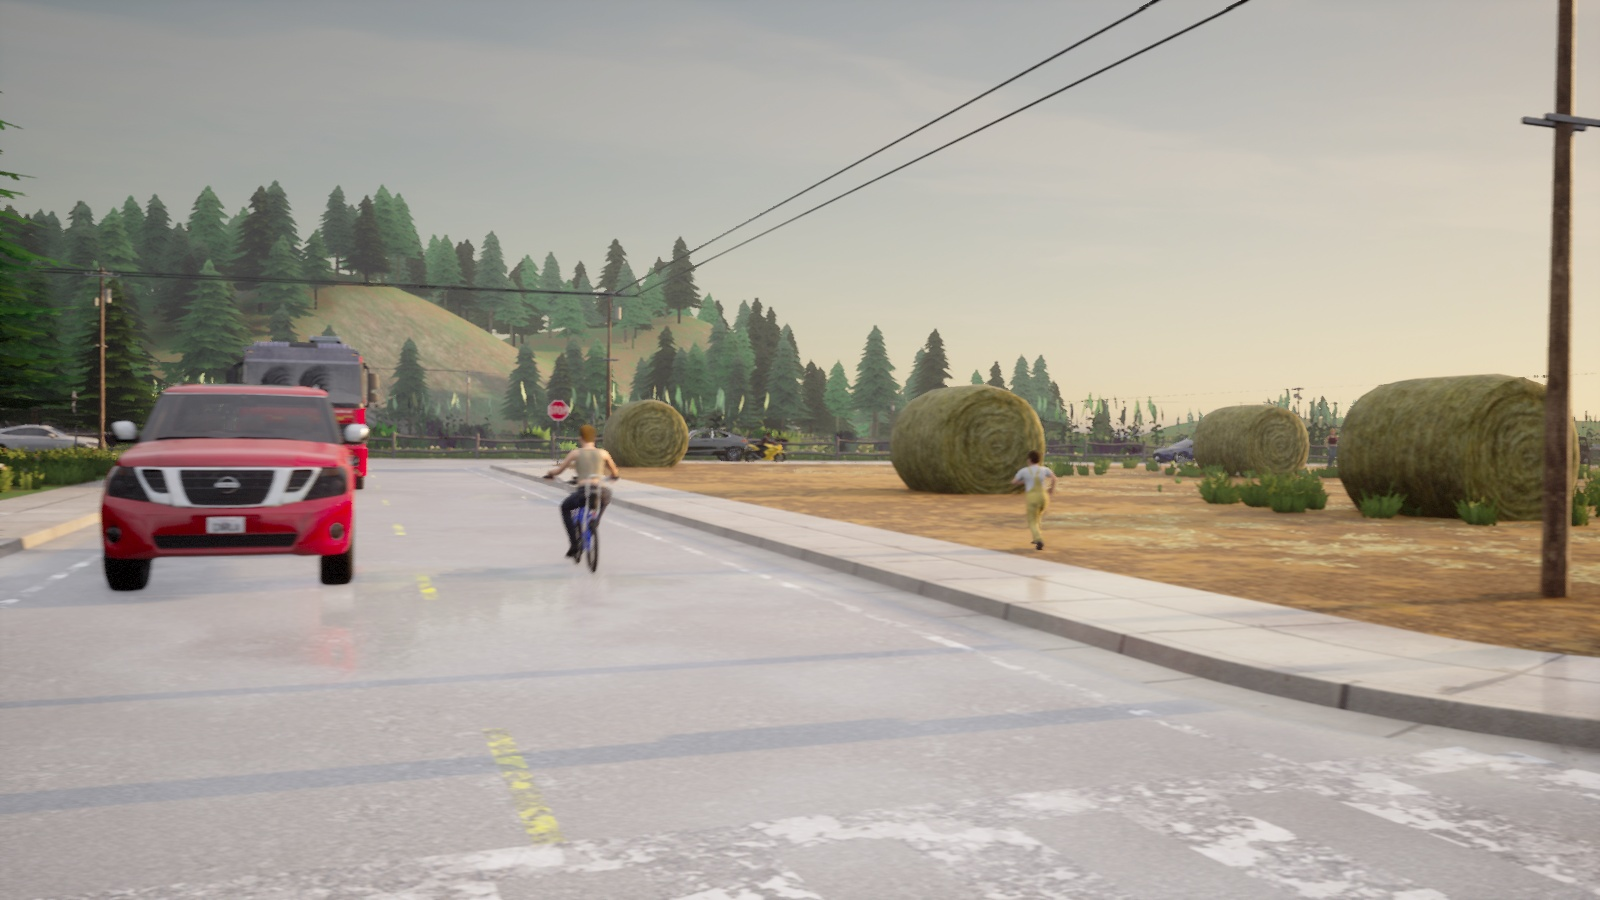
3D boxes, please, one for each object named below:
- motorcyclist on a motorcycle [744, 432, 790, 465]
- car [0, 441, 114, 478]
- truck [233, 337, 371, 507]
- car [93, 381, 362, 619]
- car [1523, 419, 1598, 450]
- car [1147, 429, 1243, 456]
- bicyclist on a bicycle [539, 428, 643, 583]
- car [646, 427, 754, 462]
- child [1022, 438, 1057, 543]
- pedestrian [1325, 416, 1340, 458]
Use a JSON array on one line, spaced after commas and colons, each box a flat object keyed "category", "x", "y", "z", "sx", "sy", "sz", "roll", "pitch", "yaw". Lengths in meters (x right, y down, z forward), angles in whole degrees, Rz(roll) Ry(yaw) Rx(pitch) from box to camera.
[{"category": "motorcyclist on a motorcycle", "x": -1.572, "y": -0.073, "z": 59.954, "sx": 2.044, "sy": 1.523, "sz": 0.797, "roll": -1, "pitch": 1, "yaw": -17}, {"category": "car", "x": -30.745, "y": 0.370, "z": 51.081, "sx": 4.674, "sy": 1.442, "sz": 1.812, "roll": -1, "pitch": 1, "yaw": -16}, {"category": "truck", "x": -12.851, "y": -0.696, "z": 32.842, "sx": 2.891, "sy": 3.827, "sz": 8.468, "roll": -1, "pitch": 1, "yaw": -20}, {"category": "car", "x": -5.995, "y": 0.393, "z": 13.777, "sx": 2.150, "sy": 2.045, "sz": 5.566, "roll": -1, "pitch": 1, "yaw": -20}, {"category": "car", "x": 47.566, "y": -0.985, "z": 78.594, "sx": 3.866, "sy": 1.878, "sz": 1.905, "roll": -1, "pitch": 1, "yaw": -17}, {"category": "car", "x": 22.283, "y": -0.435, "z": 70.887, "sx": 4.792, "sy": 1.488, "sz": 2.163, "roll": -1, "pitch": 1, "yaw": -17}, {"category": "bicyclist on a bicycle", "x": -2.355, "y": 0.572, "z": 14.020, "sx": 0.866, "sy": 1.612, "sz": 1.509, "roll": -1, "pitch": 1, "yaw": -20}, {"category": "car", "x": -5.001, "y": -0.282, "z": 62.564, "sx": 5.027, "sy": 1.651, "sz": 2.152, "roll": -1, "pitch": 1, "yaw": -17}, {"category": "child", "x": 2.920, "y": 0.486, "z": 15.325, "sx": 0.270, "sy": 1.263, "sz": 0.437, "roll": -1, "pitch": 1, "yaw": -12}, {"category": "pedestrian", "x": 23.580, "y": -0.583, "z": 55.607, "sx": 0.345, "sy": 1.836, "sz": 0.594, "roll": -1, "pitch": 1, "yaw": -4}]
